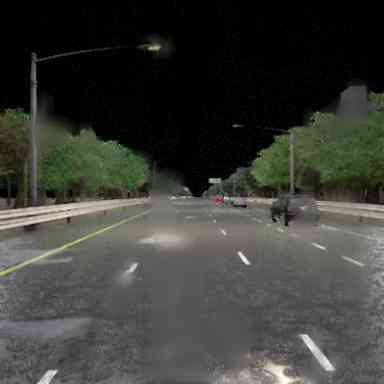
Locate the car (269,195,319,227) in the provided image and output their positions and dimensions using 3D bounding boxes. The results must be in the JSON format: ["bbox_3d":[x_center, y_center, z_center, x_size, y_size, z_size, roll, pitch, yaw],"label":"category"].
[{"bbox_3d":[7.023,1.239,23.302,2.150,2.045,5.566,0,0,0],"label":"car"}]

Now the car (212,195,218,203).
[{"bbox_3d":[7.412,1.880,90.302,2.150,2.045,5.566,0,-1,1],"label":"car"}]

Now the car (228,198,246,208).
[{"bbox_3d":[7.127,1.735,51.392,1.994,1.385,4.181,0,-1,0],"label":"car"}]

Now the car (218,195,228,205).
[{"bbox_3d":[7.245,1.912,70.293,2.128,1.511,4.902,0,-1,0],"label":"car"}]
